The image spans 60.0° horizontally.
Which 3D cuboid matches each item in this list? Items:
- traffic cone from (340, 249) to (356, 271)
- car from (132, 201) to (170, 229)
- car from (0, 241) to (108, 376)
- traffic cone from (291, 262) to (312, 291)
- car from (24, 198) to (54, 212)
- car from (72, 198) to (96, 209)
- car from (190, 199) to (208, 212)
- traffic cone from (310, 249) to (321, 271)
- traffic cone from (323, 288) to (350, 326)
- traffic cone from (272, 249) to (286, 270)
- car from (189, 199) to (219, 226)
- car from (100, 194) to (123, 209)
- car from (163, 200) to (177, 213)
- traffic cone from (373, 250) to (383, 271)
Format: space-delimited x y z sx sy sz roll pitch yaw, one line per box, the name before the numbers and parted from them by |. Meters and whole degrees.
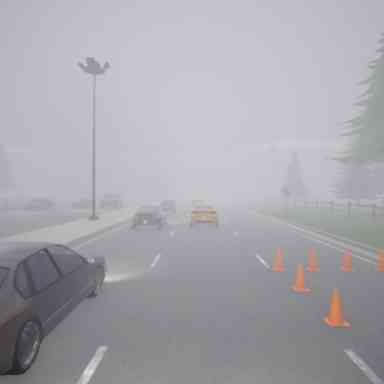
traffic cone | 4.556 1.979 9.745 0.340 0.580 0.340 0 0 1
car | -2.692 1.539 21.597 1.812 1.442 4.674 0 0 1
car | -2.918 1.544 5.492 2.033 1.411 5.357 0 0 0
traffic cone | 2.528 1.971 7.774 0.340 0.580 0.340 0 0 1
car | -17.898 1.489 39.203 1.837 1.490 4.892 0 0 0
car | -14.433 1.548 44.830 2.033 1.411 5.357 0 0 0
car | 0.764 1.590 40.758 2.033 1.411 5.357 0 0 -1
traffic cone | 3.557 1.976 9.759 0.340 0.580 0.340 0 0 1
traffic cone | 2.499 1.969 5.774 0.340 0.580 0.340 0 0 1
traffic cone | 2.557 1.973 9.774 0.340 0.580 0.340 0 0 1
car | 0.824 1.504 23.681 1.882 1.535 5.008 0 0 1
car | -10.937 1.235 45.514 2.150 2.045 5.566 0 0 0
car | -2.717 1.577 38.143 2.033 1.411 5.357 0 0 0
traffic cone | 5.556 1.982 9.730 0.340 0.580 0.340 0 0 1
